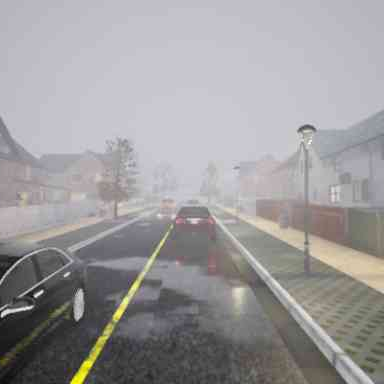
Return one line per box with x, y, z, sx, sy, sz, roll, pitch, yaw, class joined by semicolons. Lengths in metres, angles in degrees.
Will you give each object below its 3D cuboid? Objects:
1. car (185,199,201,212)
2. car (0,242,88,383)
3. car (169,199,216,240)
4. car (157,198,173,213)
0.126;1.656;43.249;1.882;1.535;5.008;0;0;0;car
-2.838;1.524;4.338;1.837;1.490;4.892;0;0;0;car
0.111;1.424;17.592;2.097;1.767;4.553;0;0;0;car
-2.819;1.513;38.813;2.097;1.767;4.553;0;0;0;car
